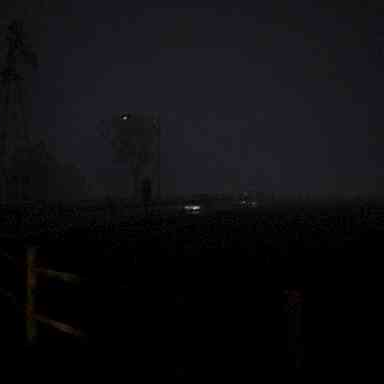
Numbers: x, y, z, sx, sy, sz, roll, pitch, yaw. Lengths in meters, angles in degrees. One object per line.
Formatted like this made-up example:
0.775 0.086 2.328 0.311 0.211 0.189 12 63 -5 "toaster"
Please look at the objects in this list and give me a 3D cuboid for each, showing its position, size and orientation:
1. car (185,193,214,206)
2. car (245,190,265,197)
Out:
1.049 0.958 42.634 1.837 1.490 4.892 1 2 35 "car"
10.612 0.315 55.935 2.097 1.767 4.553 1 2 35 "car"
